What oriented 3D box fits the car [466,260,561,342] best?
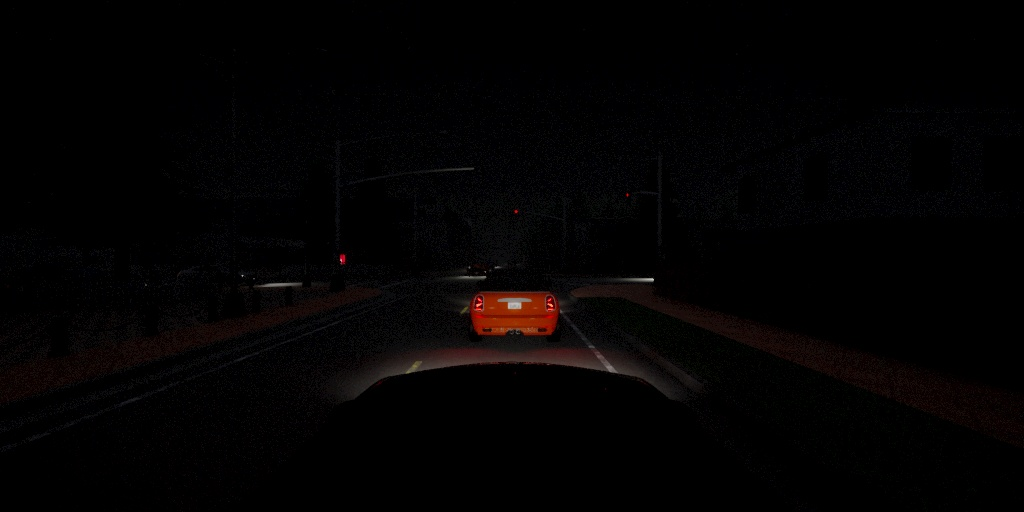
[{"bbox_3d":[0.069,1.102,9.944,2.097,1.767,4.553,0,0,0],"label":"car"}]

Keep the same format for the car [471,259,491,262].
[{"bbox_3d":[-3.505,1.102,37.085,2.097,1.767,4.553,0,0,-1],"label":"car"}]

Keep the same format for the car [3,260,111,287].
[{"bbox_3d":[-30.185,1.243,24.122,5.008,1.535,1.882,0,0,-1],"label":"car"}]

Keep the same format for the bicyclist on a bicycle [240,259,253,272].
[{"bbox_3d":[-23.569,1.066,31.794,0.582,1.620,1.656,0,0,-2],"label":"bicyclist on a bicycle"}]

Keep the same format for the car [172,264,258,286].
[{"bbox_3d":[-20.005,1.291,24.435,4.674,1.442,1.812,0,0,-2],"label":"car"}]
